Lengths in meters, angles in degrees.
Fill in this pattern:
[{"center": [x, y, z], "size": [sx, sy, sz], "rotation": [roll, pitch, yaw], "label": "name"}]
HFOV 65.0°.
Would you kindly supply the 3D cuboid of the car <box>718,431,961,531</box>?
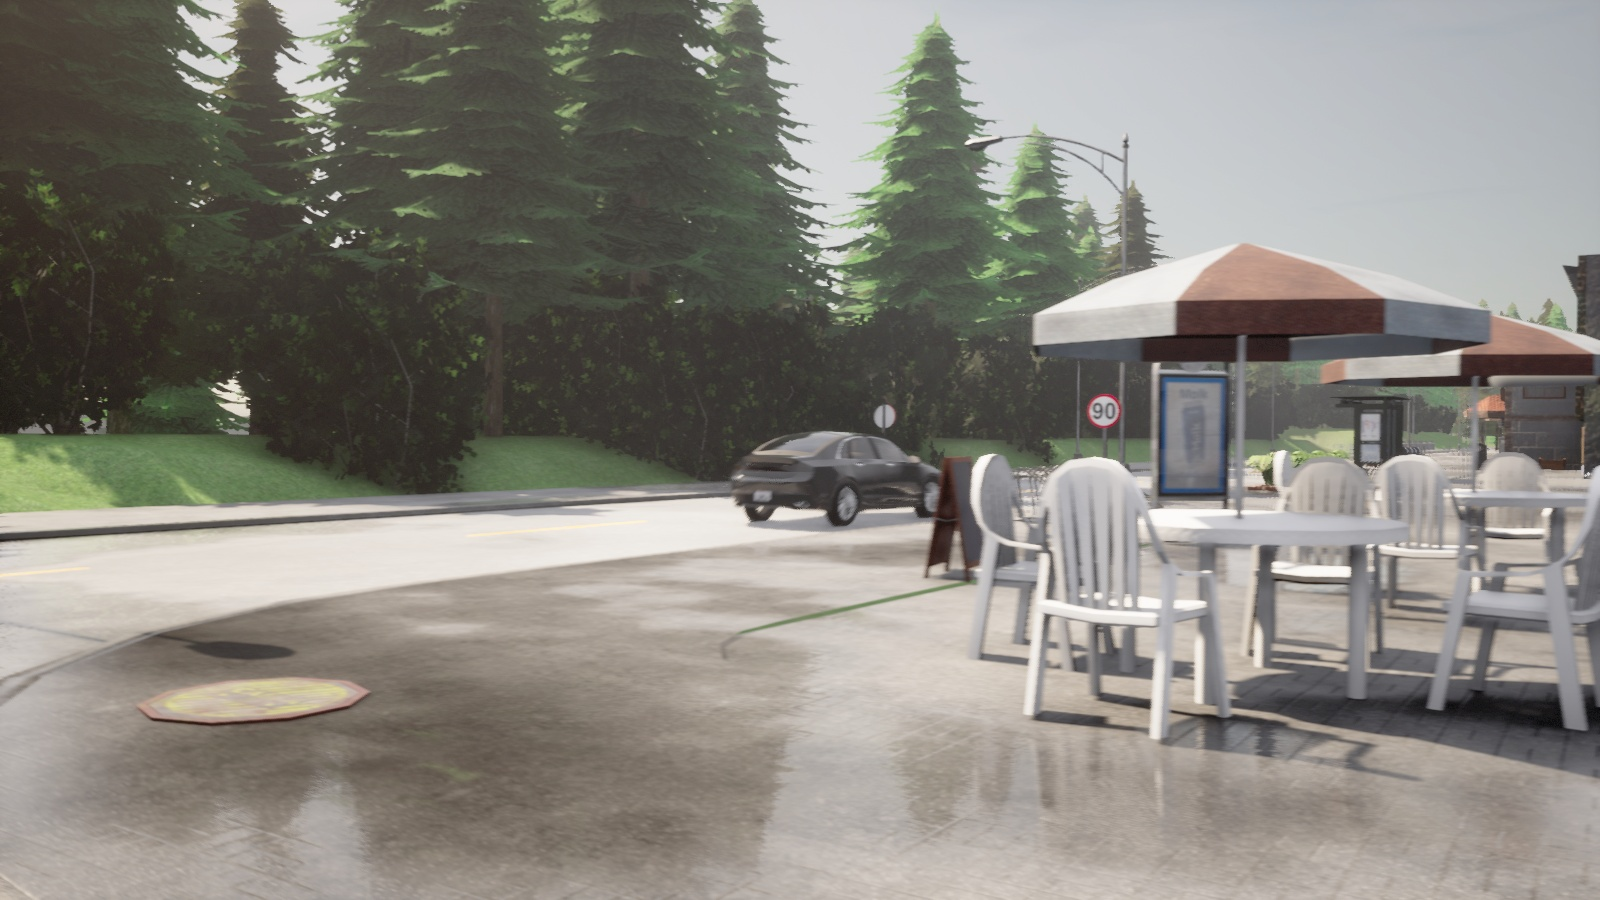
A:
[{"center": [0.829, 0.435, 21.488], "size": [1.837, 1.490, 4.892], "rotation": [0, 1, 34], "label": "car"}]
